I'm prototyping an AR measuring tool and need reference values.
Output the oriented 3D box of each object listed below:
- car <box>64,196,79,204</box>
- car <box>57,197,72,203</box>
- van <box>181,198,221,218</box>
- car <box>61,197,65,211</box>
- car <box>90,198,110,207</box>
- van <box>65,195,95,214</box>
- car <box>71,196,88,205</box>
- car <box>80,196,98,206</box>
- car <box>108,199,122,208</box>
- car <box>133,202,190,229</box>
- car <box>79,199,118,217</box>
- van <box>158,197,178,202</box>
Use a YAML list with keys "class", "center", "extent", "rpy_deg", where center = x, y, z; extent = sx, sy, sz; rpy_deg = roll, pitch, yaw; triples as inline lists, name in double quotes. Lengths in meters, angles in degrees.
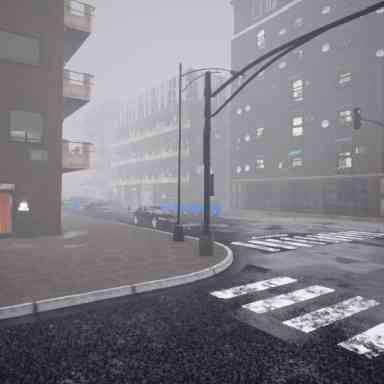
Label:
- class: "car"
  center: [-24.477, 1.614, 67.548]
  extent: [1.967, 1.590, 4.097]
  rpy_deg: [1, -1, -35]
- class: "car"
  center: [-27.655, 1.727, 72.152]
  extent: [1.887, 1.381, 4.507]
  rpy_deg: [1, -1, -35]
- class: "van"
  center: [0.938, 1.439, 30.710]
  extent: [1.690, 1.788, 3.998]
  rpy_deg: [1, -1, -35]
- class: "car"
  center: [-15.080, 1.581, 40.048]
  extent: [2.008, 1.369, 4.403]
  rpy_deg: [1, -1, -35]
- class: "car"
  center: [-14.948, 1.730, 53.732]
  extent: [1.802, 1.307, 4.206]
  rpy_deg: [1, -1, -35]
- class: "van"
  center: [-11.902, 1.361, 35.445]
  extent: [1.690, 1.788, 3.998]
  rpy_deg: [1, -1, -35]
- class: "car"
  center: [-21.301, 1.606, 62.943]
  extent: [1.967, 1.590, 4.097]
  rpy_deg: [1, -1, -35]
- class: "car"
  center: [-18.124, 1.597, 58.338]
  extent: [1.967, 1.590, 4.097]
  rpy_deg: [1, -1, -35]
- class: "car"
  center: [-11.771, 1.683, 49.128]
  extent: [1.887, 1.381, 4.507]
  rpy_deg: [1, -1, -35]
- class: "car"
  center: [-2.373, 1.540, 21.629]
  extent: [2.008, 1.369, 4.403]
  rpy_deg: [1, -1, -35]
- class: "car"
  center: [-8.727, 1.592, 30.839]
  extent: [1.802, 1.307, 4.206]
  rpy_deg: [1, -1, -35]
- class: "van"
  center: [-2.239, 1.450, 35.315]
  extent: [1.690, 1.788, 3.998]
  rpy_deg: [1, -1, -35]
